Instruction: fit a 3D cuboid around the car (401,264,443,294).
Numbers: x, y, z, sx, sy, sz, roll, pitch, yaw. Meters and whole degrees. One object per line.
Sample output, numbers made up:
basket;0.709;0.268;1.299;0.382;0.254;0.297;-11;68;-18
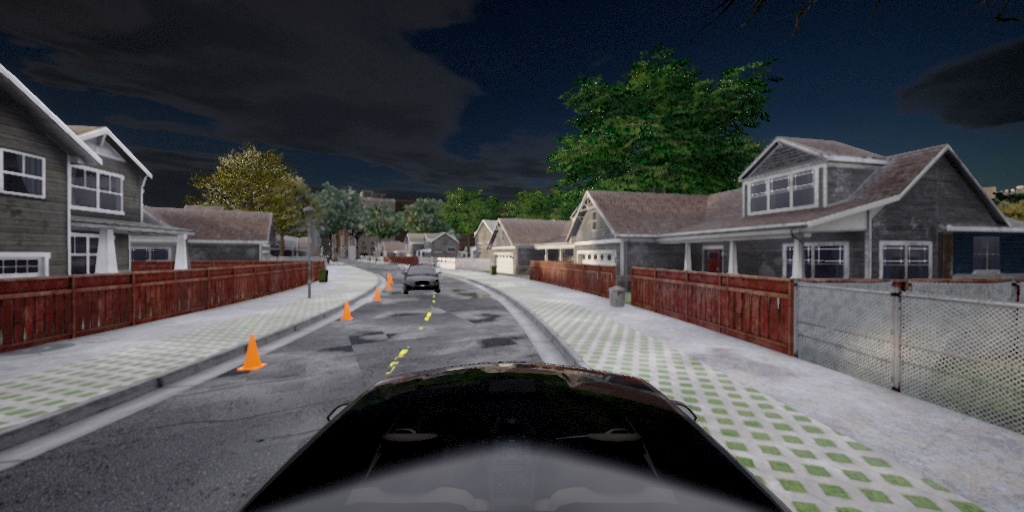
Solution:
car;-5.013;1.205;19.978;1.837;1.490;4.892;0;0;-15

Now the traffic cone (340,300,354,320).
traffic cone;-5.165;1.680;11.211;0.340;0.580;0.340;0;0;-8

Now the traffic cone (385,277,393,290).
traffic cone;-7.123;1.654;20.697;0.340;0.580;0.340;0;0;-15

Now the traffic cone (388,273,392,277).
traffic cone;-8.539;1.641;25.333;0.340;0.580;0.340;0;0;-19

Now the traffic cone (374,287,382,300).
traffic cone;-5.997;1.667;15.985;0.340;0.580;0.340;0;0;-12

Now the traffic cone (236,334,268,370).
traffic cone;-4.630;1.693;6.394;0.340;0.580;0.340;0;0;-5
